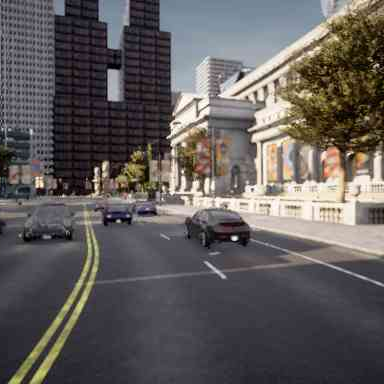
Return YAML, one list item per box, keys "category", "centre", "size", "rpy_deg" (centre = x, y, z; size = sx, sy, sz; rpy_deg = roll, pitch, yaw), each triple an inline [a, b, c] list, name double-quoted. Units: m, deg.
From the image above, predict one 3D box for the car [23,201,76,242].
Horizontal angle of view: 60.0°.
- category: "car"
  centre: [-6.933, 1.374, 16.570]
  size: [2.097, 1.767, 4.553]
  rpy_deg: [0, 0, -17]

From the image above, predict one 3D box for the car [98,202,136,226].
- category: "car"
  centre: [-5.494, 1.609, 23.893]
  size: [1.895, 1.301, 4.718]
  rpy_deg: [0, 0, -18]

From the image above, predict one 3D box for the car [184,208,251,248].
- category: "car"
  centre: [0.954, 1.485, 14.831]
  size: [1.837, 1.490, 4.892]
  rpy_deg: [0, 0, -15]

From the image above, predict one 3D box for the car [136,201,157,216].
- category: "car"
  centre: [-4.762, 1.559, 32.813]
  size: [1.994, 1.385, 4.181]
  rpy_deg: [0, 0, -18]

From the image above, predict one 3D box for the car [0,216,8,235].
- category: "car"
  centre: [-10.443, 1.645, 16.112]
  size: [1.895, 1.301, 4.718]
  rpy_deg: [0, 0, -18]

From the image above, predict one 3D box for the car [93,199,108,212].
- category: "car"
  centre: [-10.891, 1.571, 40.215]
  size: [2.033, 1.411, 5.357]
  rpy_deg: [0, 0, -18]
